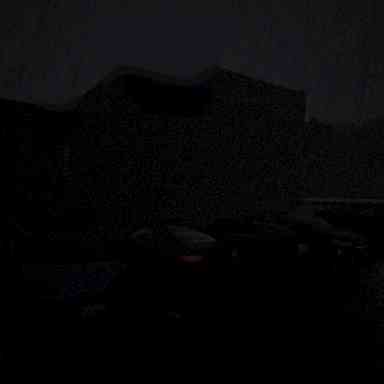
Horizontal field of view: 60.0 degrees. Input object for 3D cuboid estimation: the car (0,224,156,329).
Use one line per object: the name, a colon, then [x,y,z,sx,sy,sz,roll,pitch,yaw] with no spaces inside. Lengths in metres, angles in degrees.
car: [-2.961,1.506,7.298,2.163,1.488,4.792,0,0,-36]

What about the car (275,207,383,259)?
car: [3.816,1.480,12.176,2.231,1.521,4.892,0,0,-36]

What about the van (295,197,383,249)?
van: [6.120,1.254,13.954,1.878,1.987,4.442,0,0,-35]

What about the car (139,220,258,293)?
car: [-0.710,1.517,8.936,2.002,1.452,4.674,0,0,-35]

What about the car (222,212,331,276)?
car: [1.537,1.507,10.578,2.163,1.488,4.792,0,0,-35]
